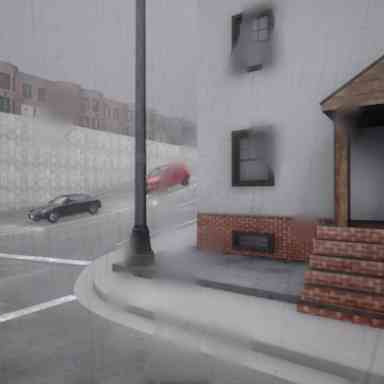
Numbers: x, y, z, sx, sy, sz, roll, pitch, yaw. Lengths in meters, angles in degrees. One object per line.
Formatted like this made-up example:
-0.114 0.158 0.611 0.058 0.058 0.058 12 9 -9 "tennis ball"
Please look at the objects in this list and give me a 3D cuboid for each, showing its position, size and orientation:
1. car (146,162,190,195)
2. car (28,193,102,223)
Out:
-2.352 -1.193 28.685 2.150 2.045 5.566 0 14 34 "car"
-7.825 0.867 20.854 1.812 1.442 4.674 0 7 35 "car"
